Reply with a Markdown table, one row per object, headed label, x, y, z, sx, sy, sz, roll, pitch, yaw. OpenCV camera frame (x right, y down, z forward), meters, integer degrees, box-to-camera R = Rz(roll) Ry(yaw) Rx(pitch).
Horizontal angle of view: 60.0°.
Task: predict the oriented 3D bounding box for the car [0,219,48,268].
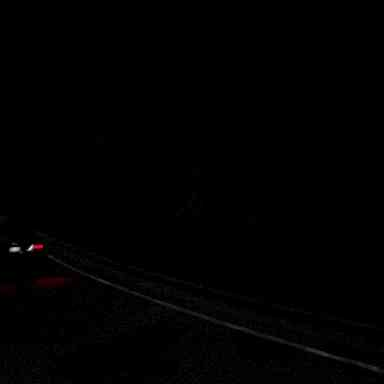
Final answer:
| label | x | y | z | sx | sy | sz | roll | pitch | yaw |
| --- | --- | --- | --- | --- | --- | --- | --- | --- | --- |
| car | -6.262 | 1.589 | 10.850 | 2.033 | 1.411 | 5.357 | 0 | 0 | -38 |
